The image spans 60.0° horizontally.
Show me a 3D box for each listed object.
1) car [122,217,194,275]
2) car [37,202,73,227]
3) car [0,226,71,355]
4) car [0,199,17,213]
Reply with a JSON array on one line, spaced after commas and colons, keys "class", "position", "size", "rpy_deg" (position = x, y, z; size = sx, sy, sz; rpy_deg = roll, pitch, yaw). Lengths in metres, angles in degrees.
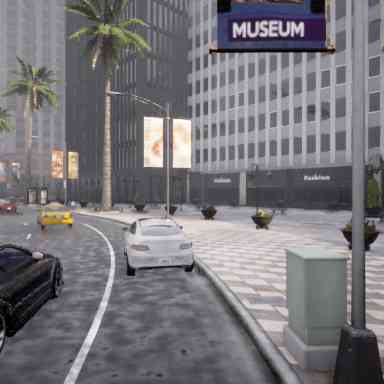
[{"class": "car", "position": [-1.175, 1.524, 10.451], "size": [1.812, 1.442, 4.674], "rpy_deg": [0, 0, -13]}, {"class": "car", "position": [-9.024, 1.447, 21.709], "size": [1.801, 1.575, 5.366], "rpy_deg": [0, 0, -28]}, {"class": "car", "position": [-3.659, 1.561, 5.677], "size": [1.994, 1.385, 4.181], "rpy_deg": [0, 0, -7]}, {"class": "car", "position": [-20.434, 1.505, 35.959], "size": [1.812, 1.442, 4.674], "rpy_deg": [0, 0, -43]}]
